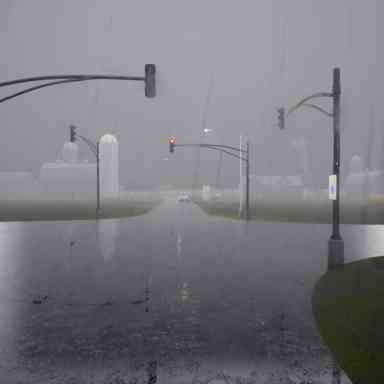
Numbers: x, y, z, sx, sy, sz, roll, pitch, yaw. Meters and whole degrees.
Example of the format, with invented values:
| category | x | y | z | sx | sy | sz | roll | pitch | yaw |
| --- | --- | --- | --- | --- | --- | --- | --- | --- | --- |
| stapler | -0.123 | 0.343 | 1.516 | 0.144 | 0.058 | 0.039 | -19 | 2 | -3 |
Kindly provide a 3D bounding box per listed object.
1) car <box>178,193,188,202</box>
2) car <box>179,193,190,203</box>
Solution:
| category | x | y | z | sx | sy | sz | roll | pitch | yaw |
| --- | --- | --- | --- | --- | --- | --- | --- | --- | --- |
| car | -2.091 | 1.189 | 79.909 | 2.150 | 2.045 | 5.566 | 0 | 0 | -4 |
| car | -1.508 | 1.553 | 69.874 | 1.812 | 1.442 | 4.674 | 0 | 0 | -3 |
